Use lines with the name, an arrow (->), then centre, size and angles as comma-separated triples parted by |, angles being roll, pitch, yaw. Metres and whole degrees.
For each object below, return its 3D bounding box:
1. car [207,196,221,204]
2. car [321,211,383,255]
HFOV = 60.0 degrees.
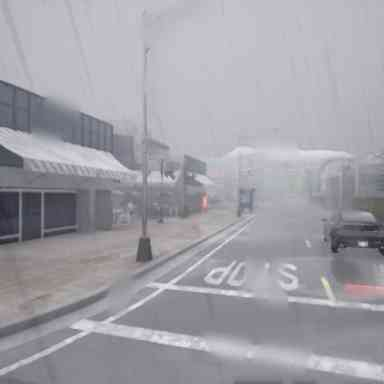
car -> 5.468, 2.071, 78.053 | 2.007, 1.523, 4.514 | 0, -1, 16
car -> 6.443, 1.516, 13.404 | 1.837, 1.490, 4.892 | 0, -1, 18
